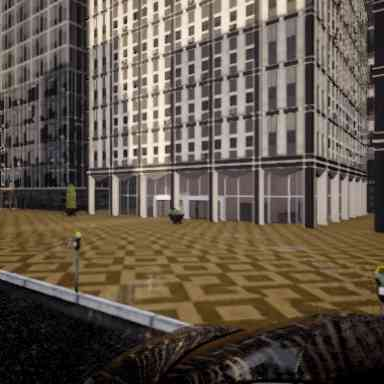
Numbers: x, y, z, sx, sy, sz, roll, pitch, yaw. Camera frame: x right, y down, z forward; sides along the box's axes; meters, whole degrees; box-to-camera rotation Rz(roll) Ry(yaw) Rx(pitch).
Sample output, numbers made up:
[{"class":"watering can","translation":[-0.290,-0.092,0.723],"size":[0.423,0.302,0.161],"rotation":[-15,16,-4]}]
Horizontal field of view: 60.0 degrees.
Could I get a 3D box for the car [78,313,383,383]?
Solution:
[{"class":"car","translation":[1.025,1.566,2.146],"size":[4.313,1.339,1.947],"rotation":[0,0,35]}]
